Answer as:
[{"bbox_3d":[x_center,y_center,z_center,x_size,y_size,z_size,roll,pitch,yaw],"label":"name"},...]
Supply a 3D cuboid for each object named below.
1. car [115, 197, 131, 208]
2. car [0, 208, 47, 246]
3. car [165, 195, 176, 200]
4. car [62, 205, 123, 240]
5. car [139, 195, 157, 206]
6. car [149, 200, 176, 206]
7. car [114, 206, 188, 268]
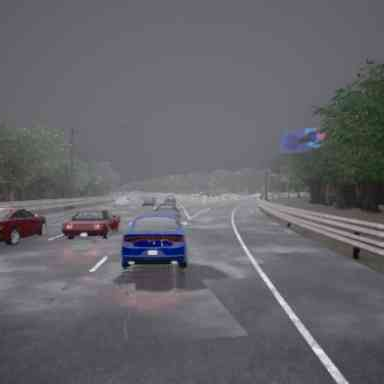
[{"bbox_3d":[-9.973,1.486,48.145,1.812,1.442,4.674,0,0,-4],"label":"car"},{"bbox_3d":[-8.273,1.445,15.043,1.882,1.535,5.008,0,0,-3],"label":"car"},{"bbox_3d":[-3.942,1.356,61.094,2.097,1.767,4.553,0,0,-4],"label":"car"},{"bbox_3d":[-4.884,1.575,16.886,1.895,1.301,4.718,0,0,-3],"label":"car"},{"bbox_3d":[-6.614,1.521,51.528,2.033,1.411,5.357,0,0,-4],"label":"car"},{"bbox_3d":[-1.778,1.542,23.617,1.994,1.385,4.181,0,0,-3],"label":"car"},{"bbox_3d":[-1.173,1.467,11.363,1.882,1.535,5.008,0,0,-3],"label":"car"}]
